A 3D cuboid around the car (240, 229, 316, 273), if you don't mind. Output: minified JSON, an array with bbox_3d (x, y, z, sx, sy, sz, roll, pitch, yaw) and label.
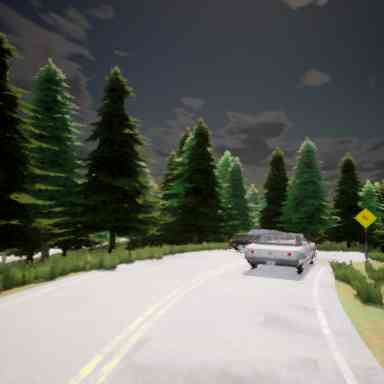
[{"bbox_3d":[3.608,2.247,12.922,1.895,1.301,4.718,-1,-5,27],"label":"car"}]

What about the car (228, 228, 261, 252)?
[{"bbox_3d":[4.311,2.918,20.107,2.033,1.411,5.357,-2,-8,39],"label":"car"}]
